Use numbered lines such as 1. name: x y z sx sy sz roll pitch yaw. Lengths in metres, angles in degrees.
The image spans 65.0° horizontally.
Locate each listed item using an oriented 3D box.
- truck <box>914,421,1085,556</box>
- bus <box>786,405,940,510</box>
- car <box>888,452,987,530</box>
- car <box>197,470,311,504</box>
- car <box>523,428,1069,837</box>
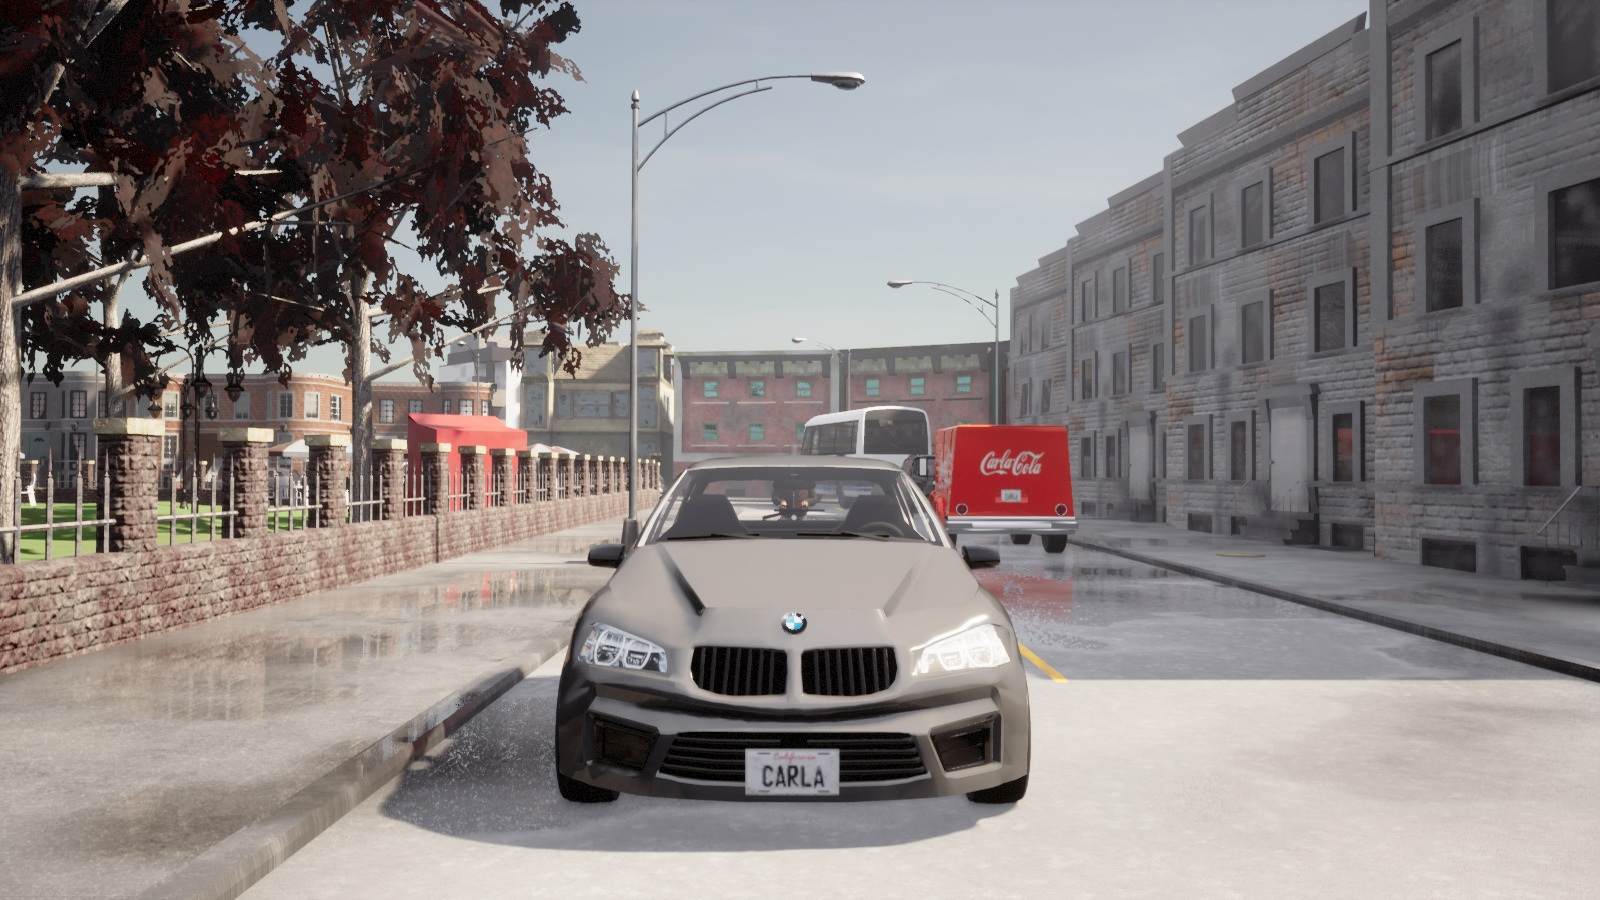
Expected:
1. truck: 3.884 0.746 25.617 2.627 2.467 5.204 0 -1 0
2. bus: 2.555 0.383 56.351 3.944 4.253 10.273 0 -1 -15
3. car: 3.836 1.128 35.976 2.150 2.045 5.566 0 -1 -1
4. car: -26.901 1.817 61.999 4.611 1.667 2.242 0 -1 0
5. car: -0.031 0.786 7.471 2.242 1.667 4.611 0 -1 0
